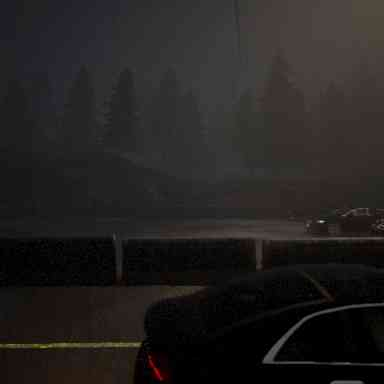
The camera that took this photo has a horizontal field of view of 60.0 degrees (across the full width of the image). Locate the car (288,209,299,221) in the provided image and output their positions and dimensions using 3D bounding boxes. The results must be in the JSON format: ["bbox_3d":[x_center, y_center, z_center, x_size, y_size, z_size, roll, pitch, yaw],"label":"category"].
[{"bbox_3d":[9.601,1.579,24.422,4.718,1.301,1.895,0,0,-1],"label":"car"}]

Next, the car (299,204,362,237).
[{"bbox_3d":[8.513,1.477,17.400,4.902,1.511,2.128,0,0,-1],"label":"car"}]

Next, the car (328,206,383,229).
[{"bbox_3d":[11.300,1.578,20.953,4.718,1.301,1.895,0,0,-1],"label":"car"}]

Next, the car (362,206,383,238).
[{"bbox_3d":[10.031,1.336,13.928,4.553,1.767,2.097,0,0,-1],"label":"car"}]

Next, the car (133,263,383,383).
[{"bbox_3d":[1.944,1.503,3.077,4.892,1.490,1.837,0,0,-1],"label":"car"}]
